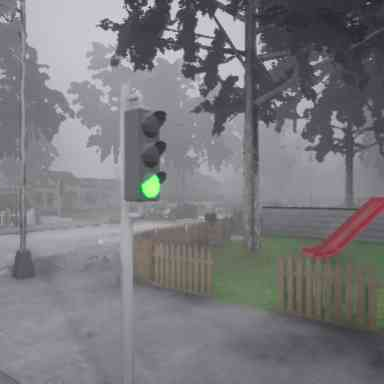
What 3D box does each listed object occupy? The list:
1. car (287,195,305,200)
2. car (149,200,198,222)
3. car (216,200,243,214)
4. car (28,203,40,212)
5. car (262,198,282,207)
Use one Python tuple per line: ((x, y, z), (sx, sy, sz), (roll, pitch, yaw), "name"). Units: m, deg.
((27.872, 1.527, 90.317), (5.357, 1.415, 2.033), (0, 0, 35), "car")
((-1.451, 1.468, 27.529), (2.097, 1.767, 4.553), (0, 0, 35), "car")
((3.851, 1.607, 34.966), (2.128, 1.511, 4.902), (0, 0, 35), "car")
((-15.583, 1.503, 30.075), (4.181, 1.381, 1.994), (0, 0, 35), "car")
((10.415, 1.607, 44.129), (2.128, 1.511, 4.902), (0, 0, 36), "car")
